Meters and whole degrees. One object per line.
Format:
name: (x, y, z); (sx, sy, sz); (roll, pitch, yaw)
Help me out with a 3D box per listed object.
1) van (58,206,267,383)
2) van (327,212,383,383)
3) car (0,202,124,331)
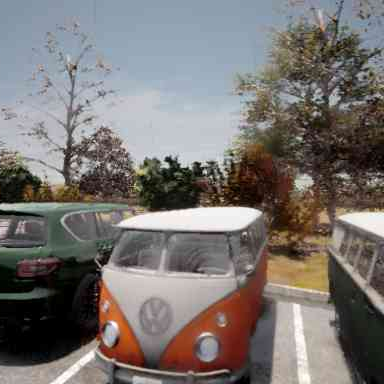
van: (0.187, 1.258, 5.237); (1.878, 1.987, 4.442); (1, -1, 16)
van: (2.612, 1.258, 3.510); (1.878, 1.987, 4.442); (1, -1, 16)
car: (-2.201, 1.235, 7.109); (2.435, 2.045, 5.566); (0, -1, 16)
